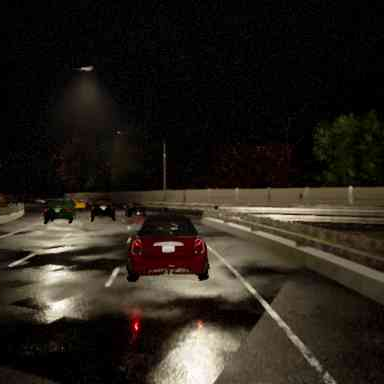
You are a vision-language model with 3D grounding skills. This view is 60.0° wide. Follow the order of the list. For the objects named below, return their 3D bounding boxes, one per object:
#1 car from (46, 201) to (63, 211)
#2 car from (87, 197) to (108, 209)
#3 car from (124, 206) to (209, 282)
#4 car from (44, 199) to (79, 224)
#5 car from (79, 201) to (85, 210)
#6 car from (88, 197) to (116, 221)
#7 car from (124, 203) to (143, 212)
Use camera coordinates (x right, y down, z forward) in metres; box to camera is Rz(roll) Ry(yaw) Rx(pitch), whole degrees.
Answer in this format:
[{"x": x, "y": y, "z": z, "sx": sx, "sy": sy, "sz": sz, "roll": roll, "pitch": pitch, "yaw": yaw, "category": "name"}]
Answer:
[{"x": -22.382, "y": 2.195, "z": 54.169, "sx": 1.837, "sy": 1.490, "sz": 4.892, "roll": 1, "pitch": -1, "yaw": -31, "category": "car"}, {"x": -16.514, "y": 1.915, "z": 58.109, "sx": 2.150, "sy": 2.045, "sz": 5.566, "roll": 2, "pitch": -2, "yaw": -31, "category": "car"}, {"x": -0.774, "y": 1.472, "z": 10.424, "sx": 2.097, "sy": 1.767, "sz": 4.553, "roll": 0, "pitch": -1, "yaw": -5, "category": "car"}, {"x": -11.202, "y": 1.585, "z": 28.486, "sx": 2.150, "sy": 2.045, "sz": 5.566, "roll": 0, "pitch": 0, "yaw": -15, "category": "car"}, {"x": -19.314, "y": 2.175, "z": 55.815, "sx": 1.882, "sy": 1.535, "sz": 5.008, "roll": 0, "pitch": -1, "yaw": -30, "category": "car"}, {"x": -8.540, "y": 1.609, "z": 31.797, "sx": 2.150, "sy": 2.045, "sz": 5.566, "roll": 0, "pitch": 0, "yaw": -17, "category": "car"}, {"x": -6.212, "y": 1.933, "z": 35.930, "sx": 1.837, "sy": 1.490, "sz": 4.892, "roll": 0, "pitch": 0, "yaw": -19, "category": "car"}]
